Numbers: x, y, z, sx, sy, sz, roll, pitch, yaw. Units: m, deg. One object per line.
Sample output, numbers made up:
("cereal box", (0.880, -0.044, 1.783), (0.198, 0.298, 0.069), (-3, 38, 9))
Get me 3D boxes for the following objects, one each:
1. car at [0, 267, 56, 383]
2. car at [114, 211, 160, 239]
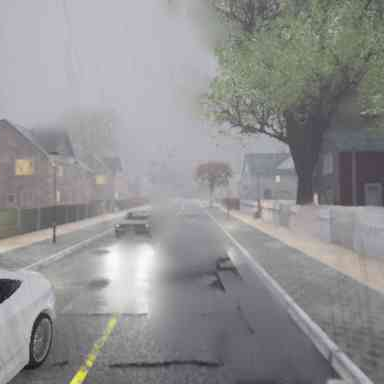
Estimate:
("car", (-2.849, 1.551, 3.069), (1.812, 1.442, 4.674), (0, 0, 0))
("car", (-2.885, 1.718, 18.234), (1.895, 1.301, 4.718), (0, 0, 0))
